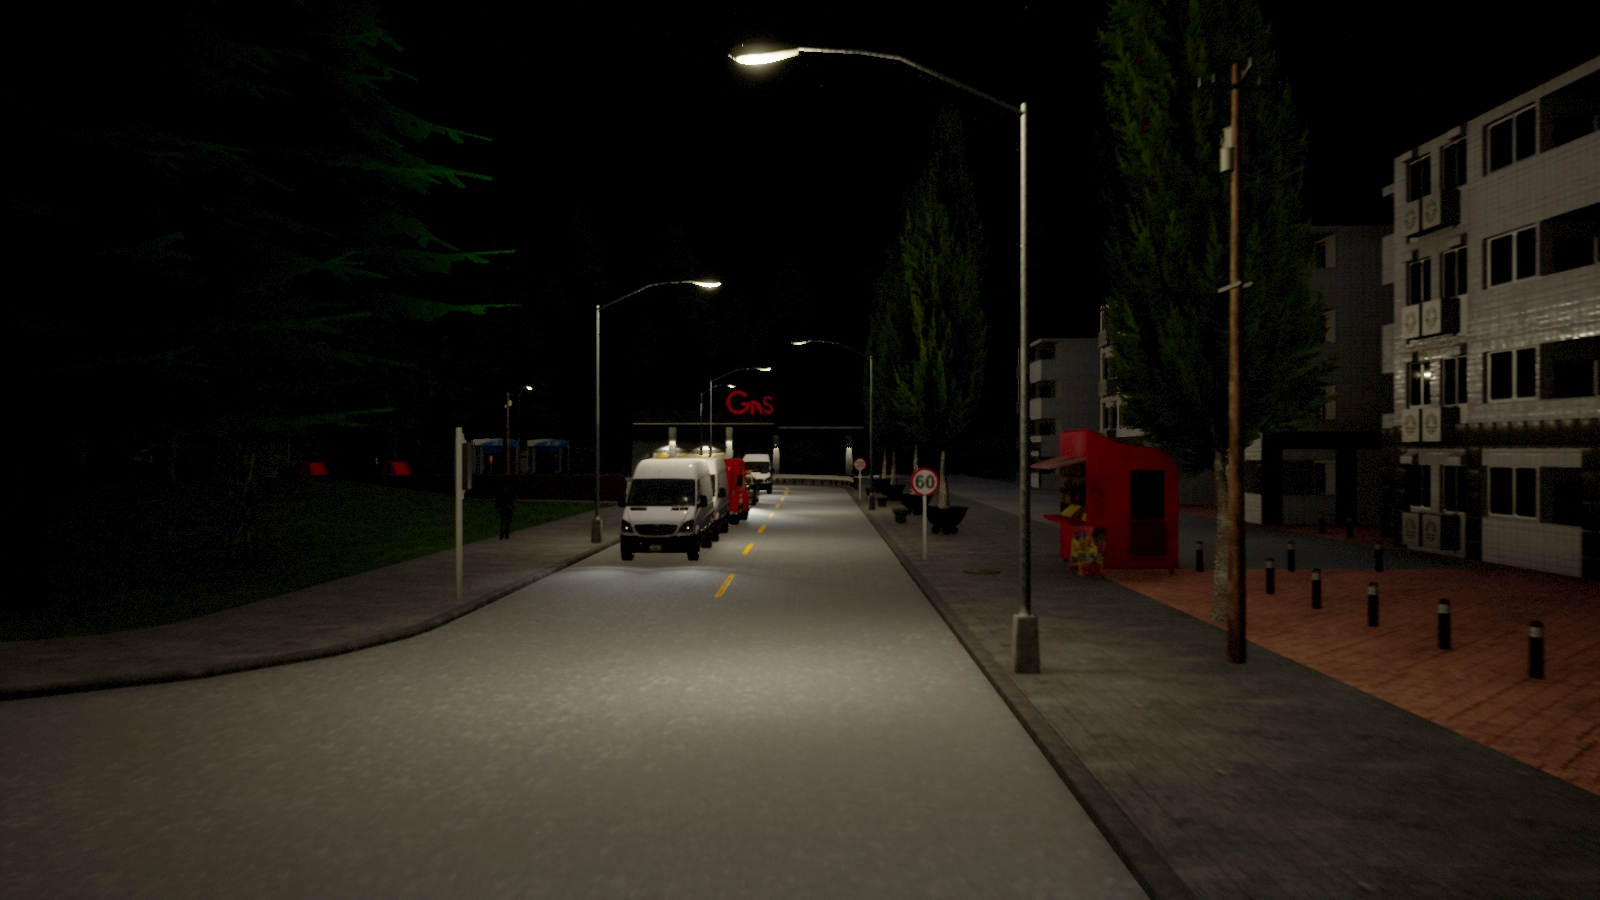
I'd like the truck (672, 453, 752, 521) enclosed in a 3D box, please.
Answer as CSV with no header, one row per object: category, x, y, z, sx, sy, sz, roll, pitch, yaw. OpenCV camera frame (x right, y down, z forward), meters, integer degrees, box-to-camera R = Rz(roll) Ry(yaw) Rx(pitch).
truck,-3.333,1.348,44.296,2.627,2.467,5.204,0,0,1

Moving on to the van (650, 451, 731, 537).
van,-3.447,1.315,36.993,1.988,2.561,5.915,0,0,1

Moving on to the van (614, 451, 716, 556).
van,-3.536,1.315,31.056,1.988,2.561,5.915,0,0,1

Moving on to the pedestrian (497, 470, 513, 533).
pedestrian,-8.775,1.527,33.999,0.375,1.860,0.375,0,0,1
